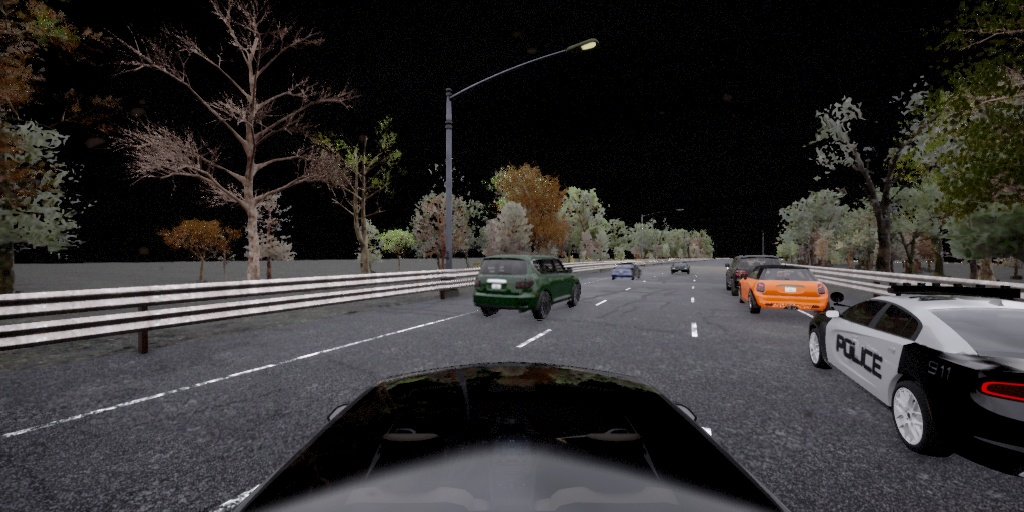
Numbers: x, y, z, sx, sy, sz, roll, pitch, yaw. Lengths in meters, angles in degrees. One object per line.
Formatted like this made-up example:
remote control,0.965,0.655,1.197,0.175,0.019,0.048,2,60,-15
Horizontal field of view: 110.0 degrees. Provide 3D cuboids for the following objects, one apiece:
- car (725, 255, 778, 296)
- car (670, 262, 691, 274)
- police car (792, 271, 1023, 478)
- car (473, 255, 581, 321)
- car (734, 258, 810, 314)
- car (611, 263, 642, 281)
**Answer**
car,12.599,0.978,18.755,2.150,2.045,5.566,0,0,27
car,19.237,1.369,40.819,1.895,1.301,4.718,0,0,28
police car,5.596,1.175,4.682,1.930,1.638,5.238,0,0,26
car,0.768,0.973,12.885,2.150,2.045,5.566,0,0,27
car,9.899,1.102,13.415,2.097,1.767,4.553,0,0,27
car,9.851,1.305,30.702,2.033,1.411,5.357,0,0,28
